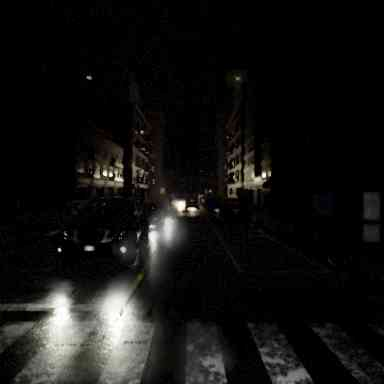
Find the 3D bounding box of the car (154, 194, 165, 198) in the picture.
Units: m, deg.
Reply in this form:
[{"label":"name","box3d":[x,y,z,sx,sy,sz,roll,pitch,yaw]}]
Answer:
[{"label":"car","box3d":[-5.428,1.462,49.523,1.752,1.417,4.829,0,0,0]}]

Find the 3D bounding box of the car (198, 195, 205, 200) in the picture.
[{"label":"car","box3d":[2.583,1.484,92.949,2.008,1.369,4.403,0,0,0]}]

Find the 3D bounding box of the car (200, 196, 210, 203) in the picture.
[{"label":"car","box3d":[2.626,1.484,66.088,1.752,1.417,4.829,0,0,0]}]

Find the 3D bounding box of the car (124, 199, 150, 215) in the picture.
[{"label":"car","box3d":[-5.421,1.497,33.474,1.887,1.381,4.507,0,0,0]}]

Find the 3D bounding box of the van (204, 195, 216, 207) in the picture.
[{"label":"van","box3d":[2.652,1.316,49.700,1.690,1.788,3.998,0,0,0]}]

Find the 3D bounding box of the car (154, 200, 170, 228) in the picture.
[{"label":"car","box3d":[-2.865,1.522,22.359,2.033,1.411,5.357,0,0,0]}]

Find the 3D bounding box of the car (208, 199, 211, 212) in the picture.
[{"label":"car","box3d":[2.685,1.546,28.074,2.008,1.369,4.403,0,0,0]}]

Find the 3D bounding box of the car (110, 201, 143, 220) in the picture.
[{"label":"car","box3d":[-5.419,1.523,28.068,1.947,1.339,4.313,0,0,0]}]

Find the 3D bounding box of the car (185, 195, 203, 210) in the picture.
[{"label":"car","box3d":[0.030,1.517,42.520,2.033,1.411,5.357,0,0,0]}]

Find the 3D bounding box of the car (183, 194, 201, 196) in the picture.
[{"label":"car","box3d":[-0.030,1.451,52.469,2.128,1.511,4.902,0,0,0]}]

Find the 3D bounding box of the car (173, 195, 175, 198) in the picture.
[{"label":"car","box3d":[-5.439,1.493,76.724,1.802,1.307,4.206,0,0,0]}]

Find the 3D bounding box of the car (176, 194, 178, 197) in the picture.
[{"label":"car","box3d":[-5.443,1.451,87.536,2.008,1.369,4.403,0,0,0]}]

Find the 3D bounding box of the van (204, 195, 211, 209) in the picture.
[{"label":"van","box3d":[2.669,1.326,38.887,1.690,1.788,3.998,0,0,0]}]

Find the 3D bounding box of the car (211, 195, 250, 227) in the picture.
[{"label":"car","box3d":[2.695,1.315,22.668,2.192,1.841,5.009,0,0,0]}]

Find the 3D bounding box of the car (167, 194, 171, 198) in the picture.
[{"label":"car","box3d":[-5.432,1.492,60.505,1.947,1.339,4.313,0,0,0]}]

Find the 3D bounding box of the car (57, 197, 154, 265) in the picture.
[{"label":"car","box3d":[-2.850,1.205,11.983,2.150,2.045,5.566,0,0,0]}]

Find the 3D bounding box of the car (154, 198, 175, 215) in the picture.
[{"label":"car","box3d":[-2.853,1.566,32.678,1.895,1.301,4.718,0,0,0]}]

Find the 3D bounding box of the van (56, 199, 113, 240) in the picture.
[{"label":"van","box3d":[-5.414,1.308,17.255,1.690,1.788,3.998,0,0,0]}]

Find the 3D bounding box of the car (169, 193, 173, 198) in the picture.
[{"label":"car","box3d":[-5.433,1.236,65.911,2.192,1.841,5.009,0,0,0]}]

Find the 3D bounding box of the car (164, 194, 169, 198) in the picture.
[{"label":"car","box3d":[-5.430,1.482,55.099,2.008,1.369,4.403,0,0,0]}]

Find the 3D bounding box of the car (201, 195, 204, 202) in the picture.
[{"label":"car","box3d":[2.661,1.295,44.293,2.192,1.841,5.009,0,0,0]}]
